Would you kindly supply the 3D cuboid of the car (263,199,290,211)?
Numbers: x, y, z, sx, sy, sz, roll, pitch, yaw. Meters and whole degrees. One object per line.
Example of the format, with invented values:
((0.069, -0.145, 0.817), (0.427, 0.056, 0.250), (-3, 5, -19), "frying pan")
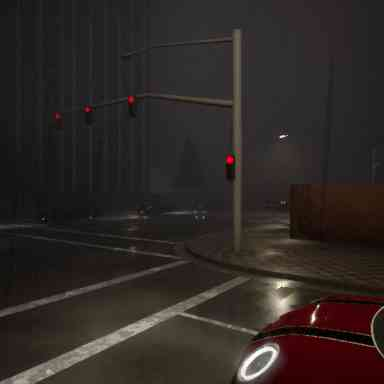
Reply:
((10.533, 1.547, 40.937), (2.033, 1.411, 5.357), (0, 0, 35), "car")

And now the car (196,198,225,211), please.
((2.344, 1.491, 41.784), (2.128, 1.511, 4.902), (0, 0, 36), "car")

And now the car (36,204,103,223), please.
((-9.276, 1.601, 25.415), (1.895, 1.301, 4.718), (0, 0, 35), "car")

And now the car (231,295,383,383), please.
((2.501, 1.352, 2.175), (4.553, 1.767, 2.097), (0, 0, 36), "car")

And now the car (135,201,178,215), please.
((-3.498, 1.601, 33.572), (1.895, 1.301, 4.718), (0, 0, 35), "car")
